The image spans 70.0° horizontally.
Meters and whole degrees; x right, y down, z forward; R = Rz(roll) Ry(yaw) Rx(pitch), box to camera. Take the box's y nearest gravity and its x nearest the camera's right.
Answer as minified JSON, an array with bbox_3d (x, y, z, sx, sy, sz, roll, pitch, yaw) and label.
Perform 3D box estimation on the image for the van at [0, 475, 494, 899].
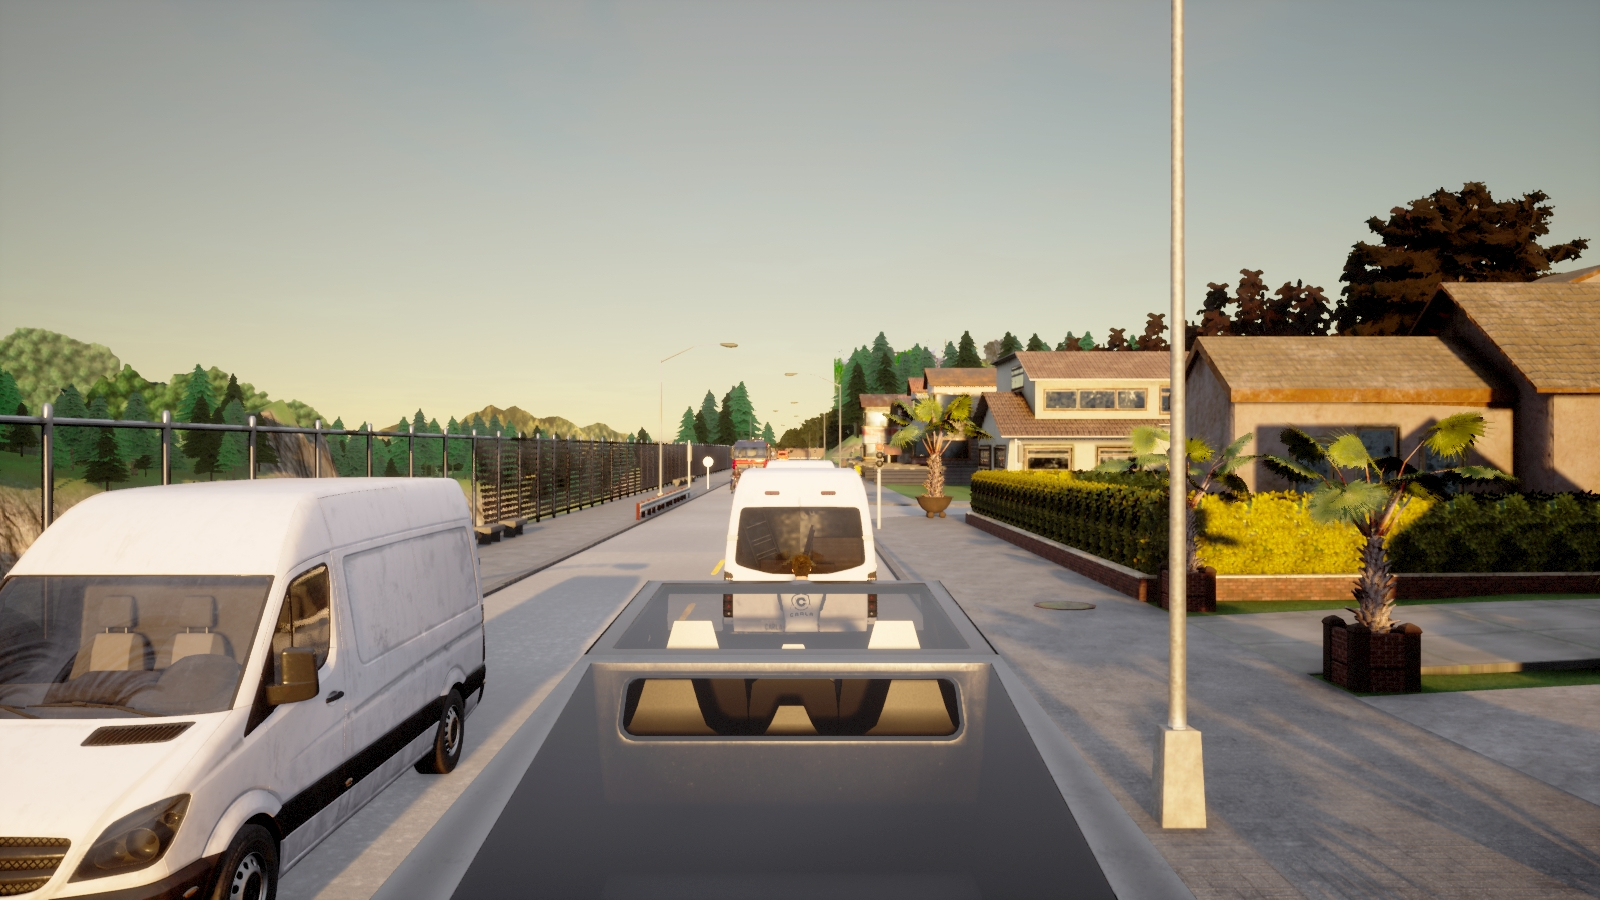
[{"bbox_3d":[-3.993,1.531,8.228,1.988,2.561,5.915,0,0,0],"label":"van"}]

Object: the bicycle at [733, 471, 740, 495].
[{"bbox_3d":[-3.968,2.032,71.211,0.329,1.471,1.835,0,0,0],"label":"bicycle"}]

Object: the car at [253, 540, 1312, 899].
[{"bbox_3d":[-0.034,1.751,5.716,2.390,2.098,6.274,0,0,0],"label":"car"}]

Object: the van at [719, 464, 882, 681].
[{"bbox_3d":[0.009,1.528,16.844,1.988,2.561,5.915,0,0,0],"label":"van"}]
